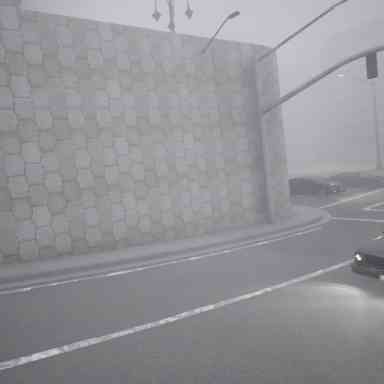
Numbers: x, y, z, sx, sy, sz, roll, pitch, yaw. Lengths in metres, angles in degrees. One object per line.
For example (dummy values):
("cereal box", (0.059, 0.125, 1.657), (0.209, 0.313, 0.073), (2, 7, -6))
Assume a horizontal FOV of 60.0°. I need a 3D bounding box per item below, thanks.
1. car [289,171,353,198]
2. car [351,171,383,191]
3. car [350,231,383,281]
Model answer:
("car", (9.049, -0.439, 25.142), (1.837, 1.490, 4.892), (-10, 6, -35))
("car", (12.704, -0.919, 26.083), (2.033, 1.411, 5.357), (-10, 6, -36))
("car", (6.197, 1.142, 7.990), (5.357, 1.411, 2.033), (-5, 3, -30))
